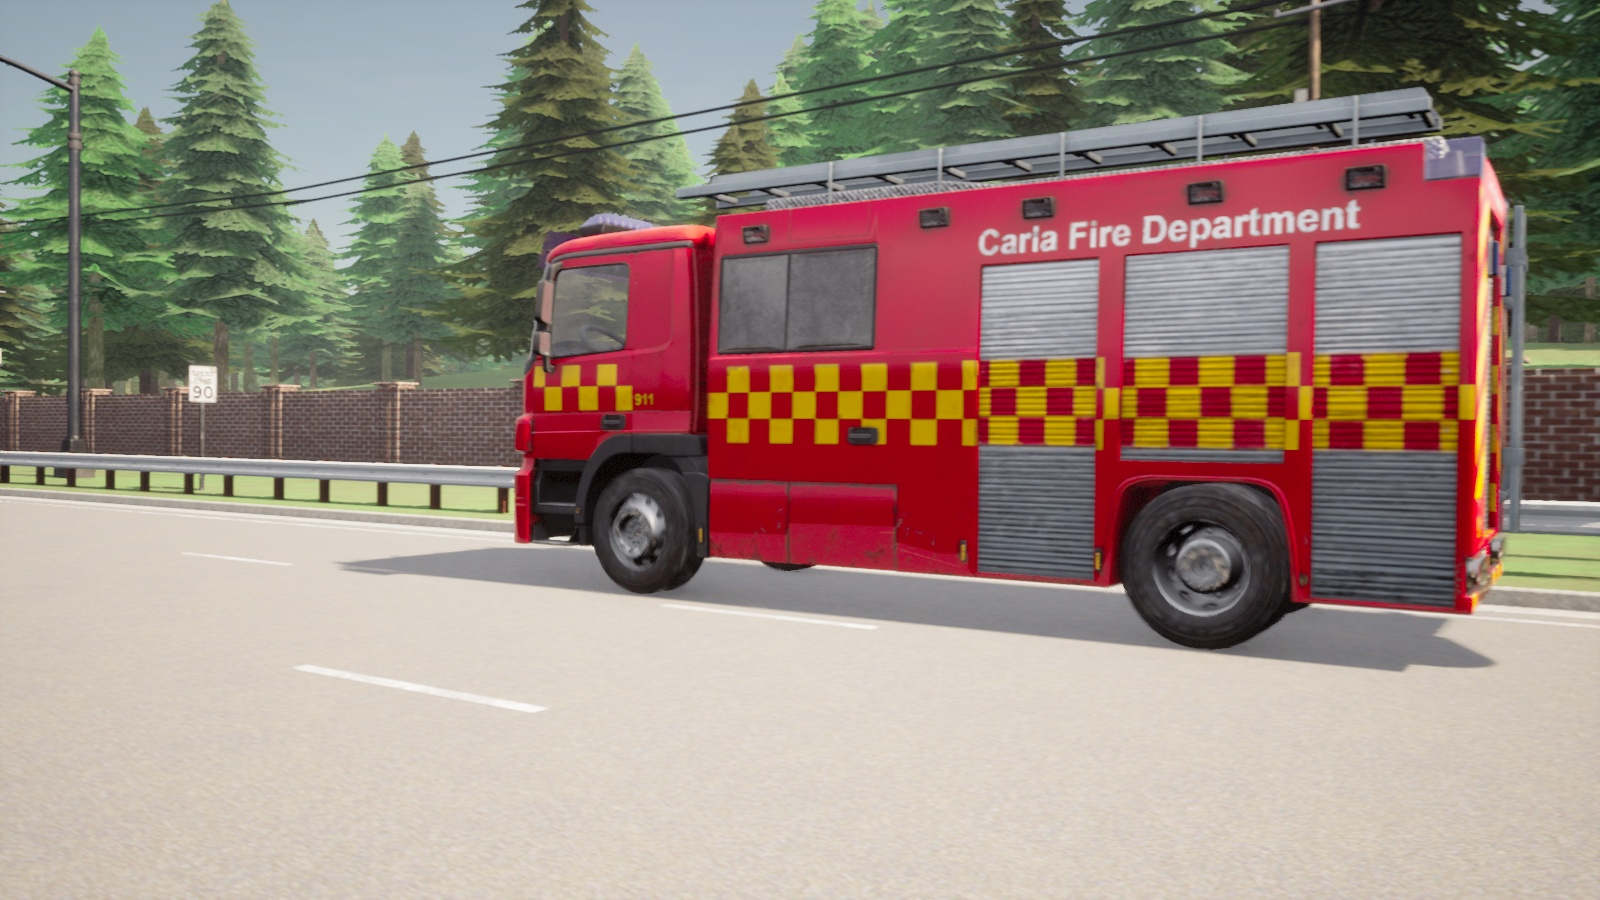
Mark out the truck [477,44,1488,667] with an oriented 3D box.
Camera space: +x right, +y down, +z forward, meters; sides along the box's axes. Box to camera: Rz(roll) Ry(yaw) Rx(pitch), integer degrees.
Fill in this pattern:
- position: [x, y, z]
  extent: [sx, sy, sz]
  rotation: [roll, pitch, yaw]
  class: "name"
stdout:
- position: [1.213, -0.597, 11.215]
  extent: [8.468, 3.827, 2.891]
  rotation: [0, 1, 33]
  class: "truck"
